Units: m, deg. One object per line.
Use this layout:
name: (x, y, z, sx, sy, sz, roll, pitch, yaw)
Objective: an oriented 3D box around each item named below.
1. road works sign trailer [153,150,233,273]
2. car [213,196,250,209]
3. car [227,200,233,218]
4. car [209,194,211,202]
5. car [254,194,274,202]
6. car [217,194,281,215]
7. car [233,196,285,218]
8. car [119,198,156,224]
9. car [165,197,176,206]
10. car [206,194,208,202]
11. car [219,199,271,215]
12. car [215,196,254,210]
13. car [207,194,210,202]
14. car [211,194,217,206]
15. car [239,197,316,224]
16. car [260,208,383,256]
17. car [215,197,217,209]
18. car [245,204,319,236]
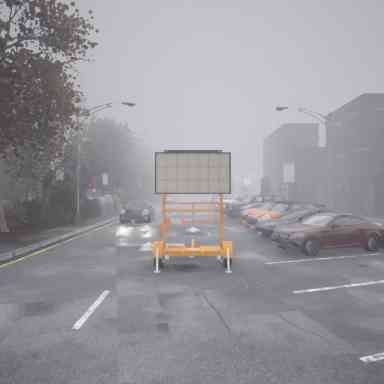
road works sign trailer: (0.028, 0.465, 10.679, 2.380, 3.560, 2.880, 0, 0, 0)
car: (5.485, 1.425, 45.956, 4.553, 1.767, 2.185, 1, 0, -20)
car: (5.389, 1.539, 24.946, 4.674, 1.452, 2.002, 1, 0, -20)
car: (5.580, 1.447, 51.972, 4.553, 1.767, 2.185, 1, 0, -20)
car: (18.634, 1.464, 85.965, 2.435, 2.045, 5.566, 0, 0, -21)
car: (5.400, 1.252, 27.924, 5.566, 2.045, 2.435, 1, 0, -20)
car: (5.409, 1.370, 21.949, 4.553, 1.767, 2.185, 1, 0, -20)
car: (-3.932, 1.364, 24.516, 2.097, 1.767, 4.553, 0, 0, 0)
car: (-3.841, 1.642, 59.411, 1.812, 1.442, 4.674, 0, 0, 0)
car: (5.619, 1.392, 70.013, 5.566, 2.045, 2.435, 1, 0, -20)
car: (5.417, 1.545, 33.939, 4.792, 1.488, 2.163, 1, 0, -20)
car: (5.468, 1.415, 42.954, 4.553, 1.767, 2.185, 1, 0, -20)
car: (5.551, 1.584, 54.975, 5.008, 1.535, 2.097, 1, -1, -20)
car: (5.441, 1.271, 36.941, 5.566, 2.045, 2.435, 1, 0, -20)
car: (5.393, 1.366, 18.948, 4.553, 1.767, 2.185, 1, 0, -20)
car: (5.337, 1.528, 12.936, 4.674, 1.452, 2.002, 1, 0, -20)
car: (5.253, 1.504, 30.882, 5.366, 1.575, 1.946, 1, 0, -20)
car: (5.319, 1.518, 15.928, 4.792, 1.488, 2.163, 1, 0, -20)
